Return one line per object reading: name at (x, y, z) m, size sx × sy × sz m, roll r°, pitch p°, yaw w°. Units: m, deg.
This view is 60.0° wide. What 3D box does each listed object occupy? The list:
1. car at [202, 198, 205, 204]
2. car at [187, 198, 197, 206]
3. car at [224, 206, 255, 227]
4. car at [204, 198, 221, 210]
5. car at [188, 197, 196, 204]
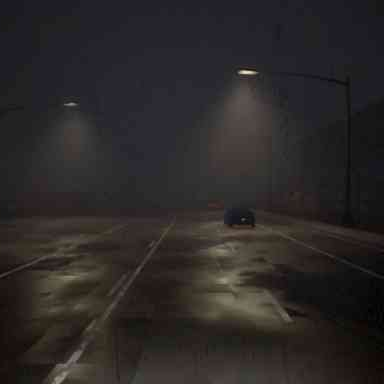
car at (3.478, 2.081, 78.719) m, size 1.812 × 1.442 × 4.674 m, roll 0°, pitch 1°, yaw 0°
car at (-0.020, 2.180, 68.883) m, size 2.033 × 1.411 × 5.357 m, roll 0°, pitch 0°, yaw 0°
car at (3.592, 1.826, 25.721) m, size 1.882 × 1.535 × 5.008 m, roll 0°, pitch -1°, yaw 0°
car at (3.584, 2.024, 55.105) m, size 2.097 × 1.767 × 4.553 m, roll 0°, pitch 0°, yaw 0°
car at (-0.023, 2.078, 79.050) m, size 1.812 × 1.442 × 4.674 m, roll 0°, pitch 1°, yaw 0°
